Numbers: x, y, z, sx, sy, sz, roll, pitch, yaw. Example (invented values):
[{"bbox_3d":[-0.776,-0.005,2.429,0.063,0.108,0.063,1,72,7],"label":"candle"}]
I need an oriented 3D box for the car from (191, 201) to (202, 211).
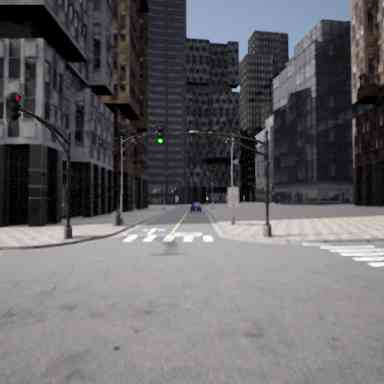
[{"bbox_3d":[0.835,2.746,66.295,2.097,1.767,4.553,0,-1,1],"label":"car"}]

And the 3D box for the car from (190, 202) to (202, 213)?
[{"bbox_3d":[0.678,2.638,55.873,1.882,1.535,5.008,0,-1,1],"label":"car"}]
